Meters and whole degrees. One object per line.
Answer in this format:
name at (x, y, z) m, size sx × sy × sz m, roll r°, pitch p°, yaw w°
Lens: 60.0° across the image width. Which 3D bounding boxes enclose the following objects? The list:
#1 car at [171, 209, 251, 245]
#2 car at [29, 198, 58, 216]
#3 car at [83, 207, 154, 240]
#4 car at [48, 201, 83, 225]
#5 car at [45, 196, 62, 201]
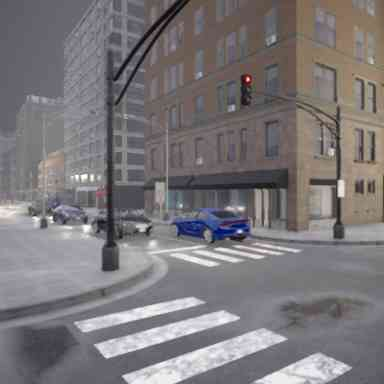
car at (0.742, 1.555, 16.340) m, size 1.882 × 1.535 × 5.008 m, roll 0°, pitch -1°, yaw -32°
car at (-16.271, 1.755, 35.763) m, size 1.837 × 1.490 × 4.892 m, roll 0°, pitch 0°, yaw -35°
car at (-3.873, 1.598, 18.074) m, size 2.128 × 1.511 × 4.902 m, roll 0°, pitch 0°, yaw -37°
car at (-9.709, 1.700, 26.401) m, size 1.812 × 1.442 × 4.674 m, roll 0°, pitch 0°, yaw -35°
car at (-18.768, 1.527, 44.331) m, size 2.150 × 2.045 × 5.566 m, roll 0°, pitch 0°, yaw -34°
